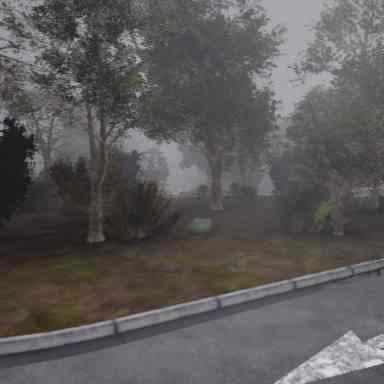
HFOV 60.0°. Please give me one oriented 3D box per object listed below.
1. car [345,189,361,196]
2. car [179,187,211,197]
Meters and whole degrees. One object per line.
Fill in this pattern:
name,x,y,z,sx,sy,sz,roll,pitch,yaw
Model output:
car,17.242,-0.129,39.167,1.895,1.301,4.718,-2,1,-30
car,0.856,0.035,48.271,5.357,1.411,2.033,-2,0,-20
